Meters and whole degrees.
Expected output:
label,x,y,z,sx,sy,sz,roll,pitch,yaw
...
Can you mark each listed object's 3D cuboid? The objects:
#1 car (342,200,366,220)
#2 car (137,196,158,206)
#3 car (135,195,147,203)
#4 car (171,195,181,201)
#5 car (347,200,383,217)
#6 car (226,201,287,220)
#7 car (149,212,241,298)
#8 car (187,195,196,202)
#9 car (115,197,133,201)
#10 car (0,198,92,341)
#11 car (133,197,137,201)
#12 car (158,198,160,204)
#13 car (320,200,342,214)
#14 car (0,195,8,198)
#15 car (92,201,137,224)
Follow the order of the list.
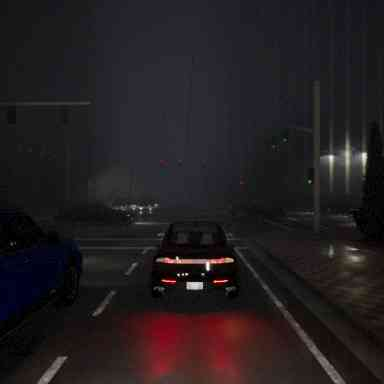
label,x,y,z,sx,sy,sz,roll,pitch,yaw
car,14.018,1.491,24.188,4.902,1.511,2.128,0,0,-1
car,-7.178,1.505,53.999,1.837,1.490,4.892,0,0,0
car,-10.618,1.477,69.782,1.882,1.535,5.008,0,0,0
car,-3.629,1.339,76.057,1.812,1.442,4.674,0,0,0
car,17.482,1.505,31.430,4.892,1.490,1.837,0,0,-1
car,5.310,1.491,27.586,4.902,1.511,2.128,0,0,-1
car,0.079,1.492,8.477,2.128,1.511,4.902,0,0,1
car,-0.128,1.429,75.523,1.837,1.490,4.892,0,0,0
car,-10.683,1.526,50.231,1.812,1.442,4.674,0,0,0
car,-3.450,1.221,4.845,2.150,2.045,5.566,0,0,1
car,-10.670,1.601,59.340,1.895,1.301,4.718,0,0,0
car,-7.164,1.564,62.908,1.994,1.385,4.181,0,0,0
car,15.234,1.564,34.904,4.181,1.385,1.994,0,0,-1
car,-16.435,1.223,27.738,5.566,2.045,2.150,0,0,-7
car,-6.986,1.547,23.941,5.357,1.411,2.033,0,0,-1
